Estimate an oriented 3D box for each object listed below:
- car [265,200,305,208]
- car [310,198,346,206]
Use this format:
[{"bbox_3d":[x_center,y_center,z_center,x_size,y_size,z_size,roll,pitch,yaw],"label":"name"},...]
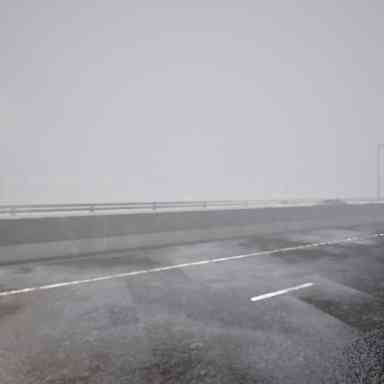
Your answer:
[{"bbox_3d":[10.253,1.540,36.765,4.718,1.301,1.895,0,0,-34],"label":"car"},{"bbox_3d":[14.451,1.438,35.392,4.892,1.490,1.837,0,0,-34],"label":"car"}]
